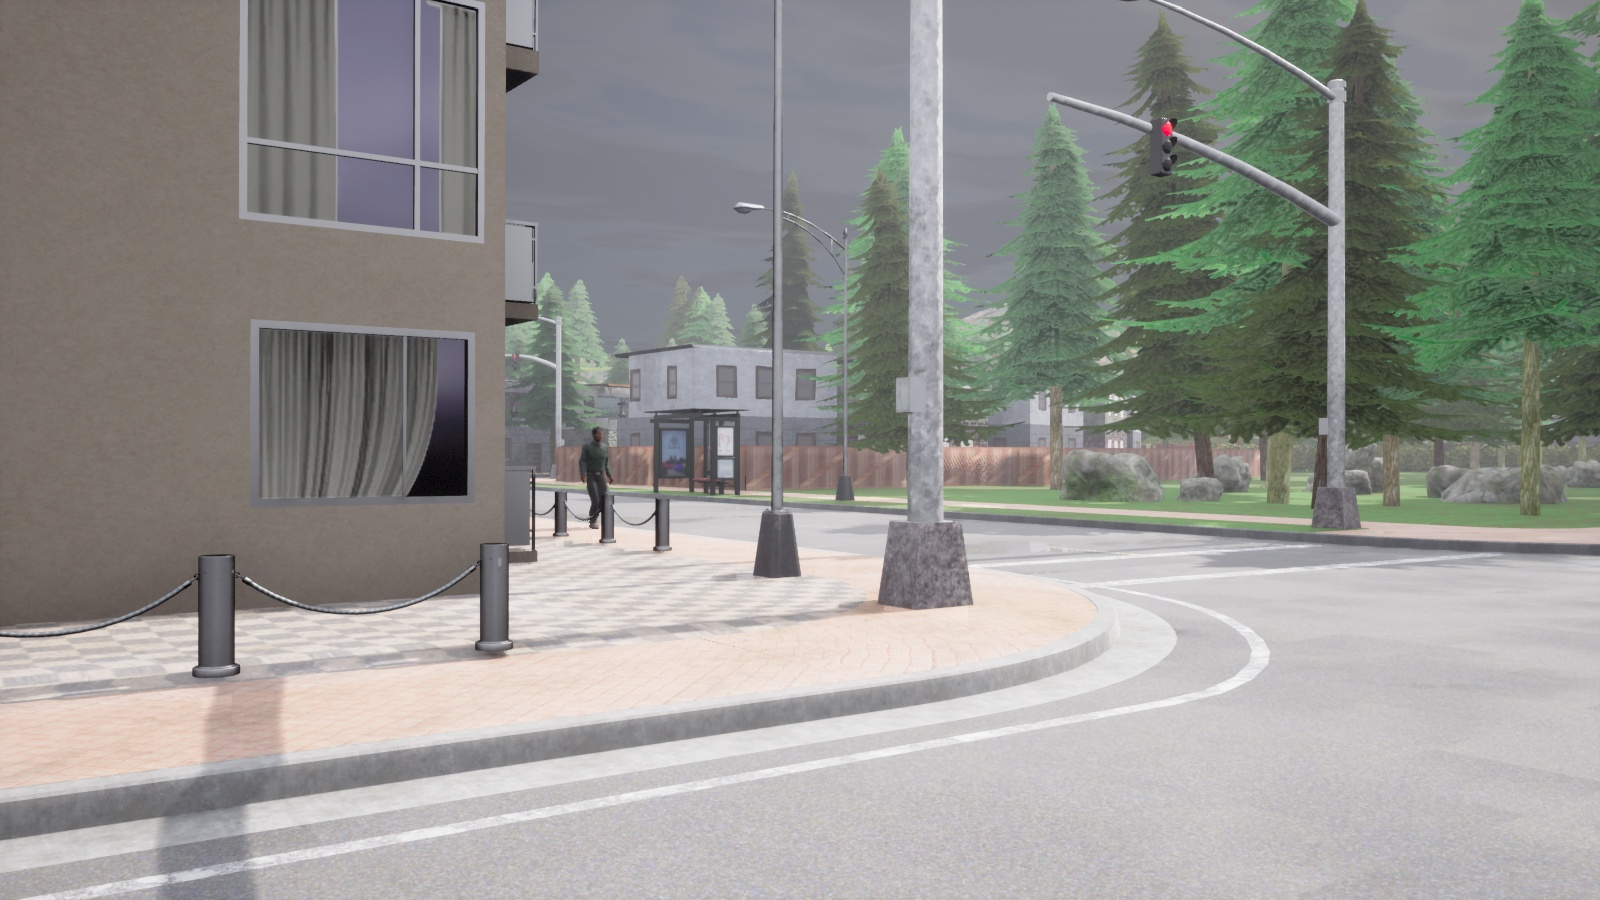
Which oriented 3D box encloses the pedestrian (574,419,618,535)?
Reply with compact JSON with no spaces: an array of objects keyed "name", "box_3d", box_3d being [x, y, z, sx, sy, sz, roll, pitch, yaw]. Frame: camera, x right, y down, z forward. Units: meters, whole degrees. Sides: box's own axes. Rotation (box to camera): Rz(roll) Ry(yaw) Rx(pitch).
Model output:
[{"name":"pedestrian","box_3d":[-3.505,0.451,21.588,0.423,1.949,0.788,0,0,-38]}]
